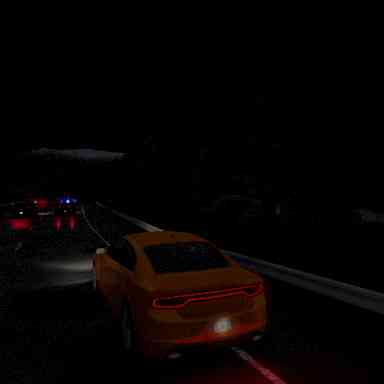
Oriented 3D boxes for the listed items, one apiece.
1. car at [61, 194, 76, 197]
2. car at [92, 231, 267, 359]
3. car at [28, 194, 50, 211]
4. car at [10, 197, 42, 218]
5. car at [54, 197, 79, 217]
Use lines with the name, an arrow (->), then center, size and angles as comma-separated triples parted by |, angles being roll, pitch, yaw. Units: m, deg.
car -> -15.353, 1.221, 41.433 | 2.150, 2.045, 5.566 | 0, 0, -18
car -> -0.658, 1.478, 6.299 | 1.882, 1.535, 5.008 | 0, 0, -25
car -> -18.519, 1.221, 40.040 | 2.150, 2.045, 5.566 | 0, 0, -19
car -> -15.108, 1.505, 30.147 | 1.837, 1.490, 4.892 | 0, 0, -19
car -> -11.933, 1.491, 31.535 | 2.128, 1.511, 4.902 | 0, 0, -19
